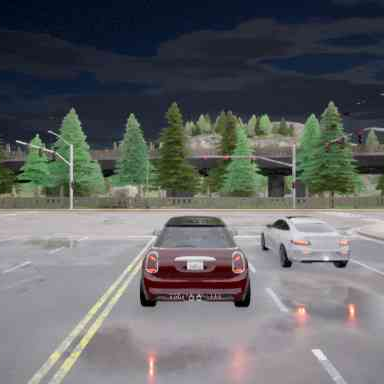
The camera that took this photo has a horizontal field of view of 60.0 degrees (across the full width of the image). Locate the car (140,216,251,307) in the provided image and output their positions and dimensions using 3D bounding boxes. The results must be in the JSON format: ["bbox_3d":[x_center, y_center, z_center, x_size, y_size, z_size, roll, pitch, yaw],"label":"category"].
[{"bbox_3d":[0.078,1.352,8.136,2.097,1.767,4.553,0,0,1],"label":"car"}]

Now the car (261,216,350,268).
[{"bbox_3d":[3.595,1.526,11.183,1.812,1.442,4.674,0,0,0],"label":"car"}]
